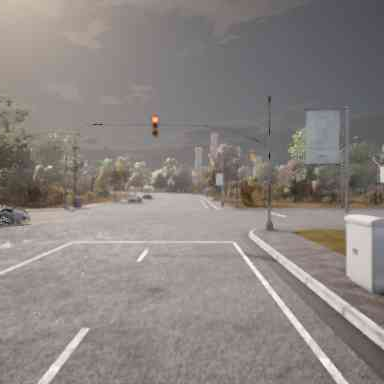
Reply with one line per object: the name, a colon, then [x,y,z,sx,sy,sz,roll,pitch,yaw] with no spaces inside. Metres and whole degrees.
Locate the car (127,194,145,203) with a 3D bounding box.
car: [-10.265,1.290,59.806,1.994,1.385,4.181,0,1,1]

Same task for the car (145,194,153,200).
car: [-10.159,1.071,76.046,1.895,1.301,4.718,0,1,0]

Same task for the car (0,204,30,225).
car: [-13.453,1.440,22.142,4.902,1.511,2.128,0,0,-3]
